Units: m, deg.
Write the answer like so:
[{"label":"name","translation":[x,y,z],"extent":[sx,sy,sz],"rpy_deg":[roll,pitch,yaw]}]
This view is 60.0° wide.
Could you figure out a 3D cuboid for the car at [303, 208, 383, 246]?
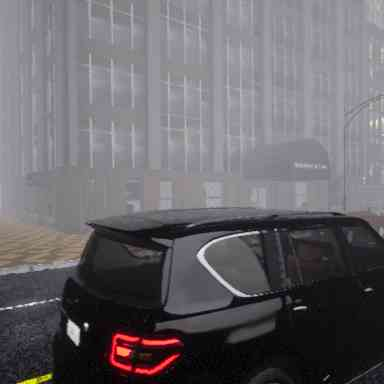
[{"label":"car","translation":[7.474,1.542,15.764],"extent":[4.507,1.381,1.887],"rpy_deg":[0,-1,-35]}]

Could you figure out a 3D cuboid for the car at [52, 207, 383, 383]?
[{"label":"car","translation":[1.205,1.223,4.293],"extent":[5.566,2.045,2.150],"rpy_deg":[0,0,-36]}]
